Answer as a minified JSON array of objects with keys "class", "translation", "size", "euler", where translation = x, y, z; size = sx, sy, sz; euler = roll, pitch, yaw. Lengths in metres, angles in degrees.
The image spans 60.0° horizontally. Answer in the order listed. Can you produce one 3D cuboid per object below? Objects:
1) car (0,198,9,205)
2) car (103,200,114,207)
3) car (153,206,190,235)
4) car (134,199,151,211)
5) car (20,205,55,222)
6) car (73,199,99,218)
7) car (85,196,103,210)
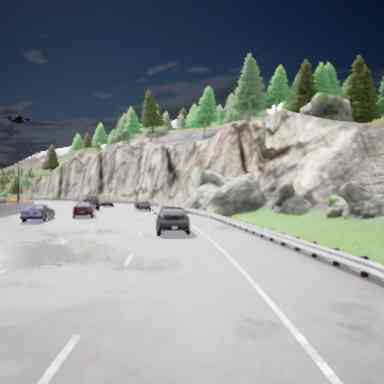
[{"class":"car","translation":[-41.411,2.132,72.757],"size":[1.837,1.490,4.892],"euler":[0,0,-29]},{"class":"car","translation":[-15.661,2.033,60.739],"size":[1.895,1.301,4.718],"euler":[0,0,-23]},{"class":"car","translation":[-1.233,1.625,19.836],"size":[1.837,1.490,4.892],"euler":[0,0,-7]},{"class":"car","translation":[-7.058,1.798,46.999],"size":[2.128,1.511,4.902],"euler":[0,0,-17]},{"class":"car","translation":[-13.212,1.785,28.703],"size":[2.033,1.411,5.357],"euler":[0,0,-12]},{"class":"car","translation":[-10.676,1.726,33.153],"size":[1.882,1.535,5.008],"euler":[0,0,-12]},{"class":"car","translation":[-14.476,1.577,47.988],"size":[2.150,2.045,5.566],"euler":[0,0,-18]}]
